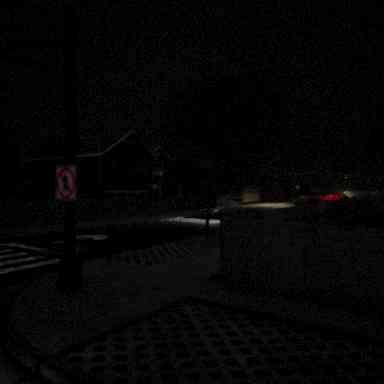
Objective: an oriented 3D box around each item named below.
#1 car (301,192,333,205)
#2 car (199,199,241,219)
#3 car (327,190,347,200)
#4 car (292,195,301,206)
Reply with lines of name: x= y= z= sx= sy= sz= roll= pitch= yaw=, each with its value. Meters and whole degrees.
car: x=15.441 y=1.128 z=40.962 sx=1.882 sy=1.535 sz=5.008 roll=0 pitch=1 yaw=35
car: x=2.374 y=1.325 z=26.828 sx=1.812 sy=1.442 sz=4.674 roll=0 pitch=1 yaw=34
car: x=21.282 y=0.784 z=49.129 sx=2.150 sy=2.045 sz=5.566 roll=0 pitch=1 yaw=38
car: x=15.650 y=1.150 z=46.176 sx=2.033 sy=1.411 sz=5.357 roll=0 pitch=1 yaw=36
